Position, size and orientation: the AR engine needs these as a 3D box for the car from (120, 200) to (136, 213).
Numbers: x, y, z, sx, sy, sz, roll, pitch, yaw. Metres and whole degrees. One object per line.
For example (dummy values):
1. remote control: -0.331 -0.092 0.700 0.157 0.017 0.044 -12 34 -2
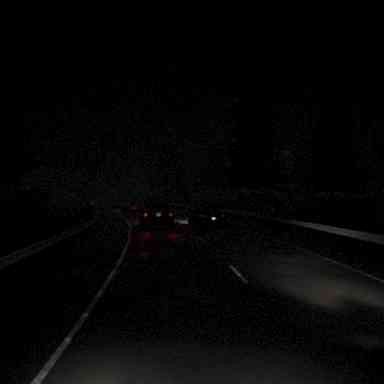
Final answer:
1. car: -7.470 1.674 40.179 1.882 1.535 5.008 0 -1 -19

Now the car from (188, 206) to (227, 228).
1. car: 0.986 1.666 23.062 1.994 1.385 4.181 0 0 -11

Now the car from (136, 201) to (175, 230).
1. car: -2.460 1.458 22.460 2.097 1.767 4.553 0 0 -11
